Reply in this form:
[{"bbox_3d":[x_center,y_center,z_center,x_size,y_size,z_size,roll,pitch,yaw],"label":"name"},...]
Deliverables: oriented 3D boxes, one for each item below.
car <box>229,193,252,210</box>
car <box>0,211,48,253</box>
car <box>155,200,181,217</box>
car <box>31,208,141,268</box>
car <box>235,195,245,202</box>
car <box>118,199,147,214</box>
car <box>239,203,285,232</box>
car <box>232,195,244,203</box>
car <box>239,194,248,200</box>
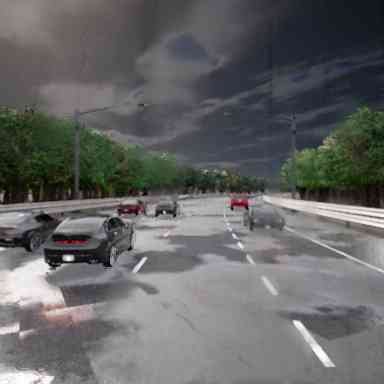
[{"bbox_3d":[5.953,1.173,42.019,2.150,2.045,5.566,0,0,6],"label":"car"},{"bbox_3d":[-6.605,1.503,13.481,1.812,1.442,4.674,0,0,2],"label":"car"},{"bbox_3d":[-2.140,1.466,30.463,1.837,1.490,4.892,0,0,4],"label":"car"},{"bbox_3d":[-3.181,1.488,11.178,1.837,1.490,4.892,0,0,2],"label":"car"},{"bbox_3d":[11.347,1.461,77.875,2.033,1.411,5.357,0,0,11],"label":"car"},{"bbox_3d":[-5.568,1.435,31.526,1.882,1.535,5.008,0,0,5],"label":"car"},{"bbox_3d":[4.181,1.579,20.043,1.895,1.301,4.718,0,0,3],"label":"car"},{"bbox_3d":[9.391,1.428,67.411,2.163,1.488,4.792,0,0,10],"label":"car"},{"bbox_3d":[13.585,1.336,88.312,2.033,1.649,4.856,0,0,13],"label":"car"}]
